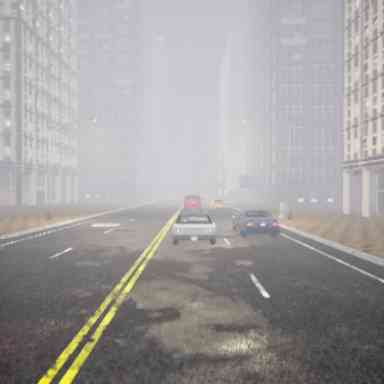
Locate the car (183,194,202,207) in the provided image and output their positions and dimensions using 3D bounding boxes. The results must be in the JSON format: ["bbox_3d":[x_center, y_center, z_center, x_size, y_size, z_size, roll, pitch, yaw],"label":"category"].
[{"bbox_3d":[0.090,1.307,41.151,2.150,2.045,5.566,0,0,0],"label":"car"}]

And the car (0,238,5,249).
[{"bbox_3d":[-6.571,1.565,7.665,2.033,1.411,5.357,0,0,0],"label":"car"}]

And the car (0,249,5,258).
[{"bbox_3d":[-3.341,1.495,1.683,2.128,1.511,4.902,0,0,0],"label":"car"}]

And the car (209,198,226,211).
[{"bbox_3d":[3.339,1.566,43.032,1.882,1.535,5.008,0,0,0],"label":"car"}]

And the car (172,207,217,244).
[{"bbox_3d":[0.095,1.639,15.988,1.895,1.301,4.718,0,0,0],"label":"car"}]

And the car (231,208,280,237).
[{"bbox_3d":[3.344,1.590,18.184,2.033,1.411,5.357,0,0,0],"label":"car"}]
